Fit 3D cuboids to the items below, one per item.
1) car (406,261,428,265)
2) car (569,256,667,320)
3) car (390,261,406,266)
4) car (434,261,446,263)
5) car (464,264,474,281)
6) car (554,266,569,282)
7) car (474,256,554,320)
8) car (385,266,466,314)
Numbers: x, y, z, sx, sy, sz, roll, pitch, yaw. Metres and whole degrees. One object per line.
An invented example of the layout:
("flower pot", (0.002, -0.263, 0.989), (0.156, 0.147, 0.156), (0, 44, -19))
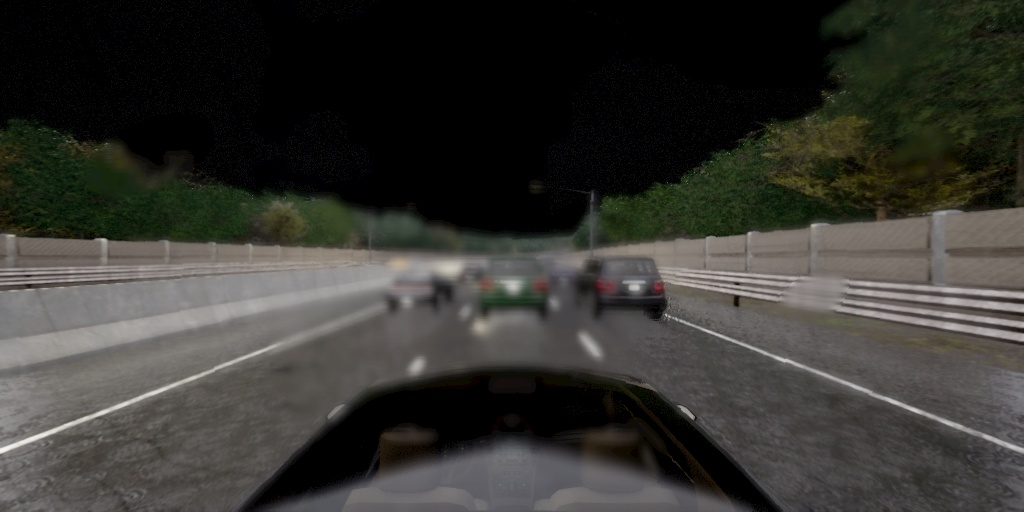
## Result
("car", (-15.942, 1.532, 61.694), (1.882, 1.535, 5.008), (0, 0, 3))
("car", (3.607, 1.019, 12.922), (2.150, 2.045, 5.566), (0, 0, 1))
("car", (-19.438, 1.526, 61.831), (1.882, 1.535, 5.008), (0, 0, 3))
("car", (-12.443, 1.538, 61.670), (1.882, 1.535, 5.008), (0, 0, 3))
("car", (-3.092, 1.373, 29.118), (1.837, 1.490, 4.892), (0, 0, 2))
("car", (3.884, 1.471, 28.332), (1.895, 1.301, 4.718), (0, 0, 2))
("car", (0.109, 1.018, 13.043), (2.150, 2.045, 5.566), (0, 0, 1))
("car", (-3.367, 1.289, 14.114), (2.128, 1.511, 4.902), (0, 0, 1))
